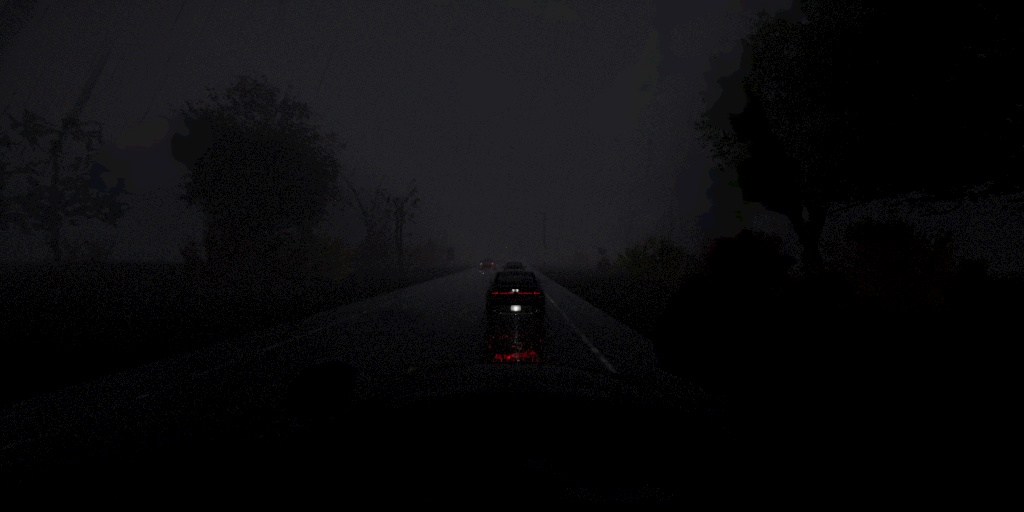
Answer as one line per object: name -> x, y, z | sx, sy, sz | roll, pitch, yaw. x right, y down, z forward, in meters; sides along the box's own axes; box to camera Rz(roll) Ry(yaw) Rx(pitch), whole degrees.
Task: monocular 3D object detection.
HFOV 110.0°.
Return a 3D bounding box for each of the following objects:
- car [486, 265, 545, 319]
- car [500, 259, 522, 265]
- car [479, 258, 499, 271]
car -> 0.116, 1.253, 12.739 | 1.837, 1.490, 4.892 | 0, 0, 0
car -> 0.194, 1.249, 30.873 | 1.837, 1.490, 4.892 | 0, 0, 0
car -> -3.325, 1.091, 49.960 | 2.097, 1.767, 4.553 | 0, 0, 1
